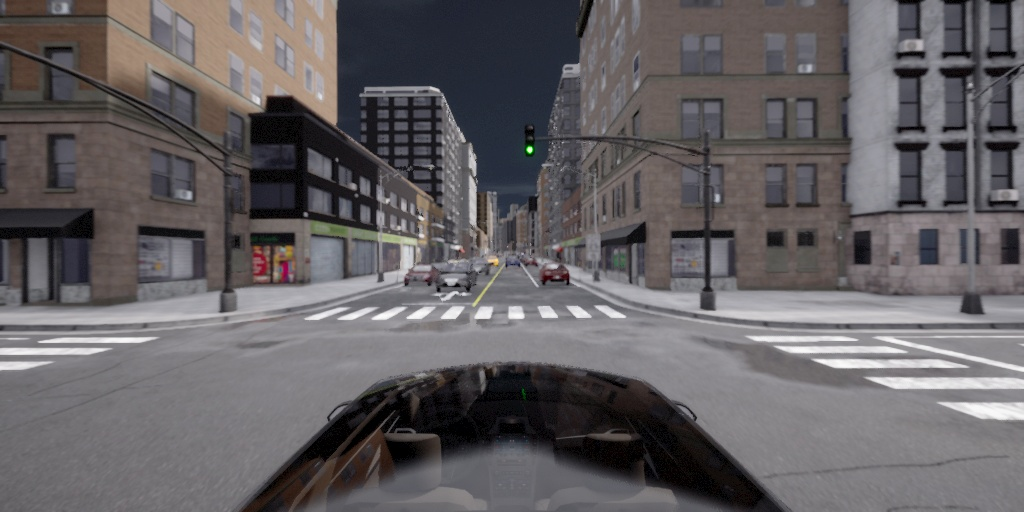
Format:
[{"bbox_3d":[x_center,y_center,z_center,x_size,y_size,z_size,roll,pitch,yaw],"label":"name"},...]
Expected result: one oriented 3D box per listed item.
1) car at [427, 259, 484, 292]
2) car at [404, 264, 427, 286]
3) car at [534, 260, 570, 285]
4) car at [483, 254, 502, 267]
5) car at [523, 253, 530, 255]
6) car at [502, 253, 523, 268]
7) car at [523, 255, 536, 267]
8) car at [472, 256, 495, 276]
[{"bbox_3d":[-3.058,1.116,20.489,2.128,1.511,4.902,0,1,0],"label":"car"},{"bbox_3d":[-5.829,1.195,23.744,1.802,1.307,4.207,0,0,0],"label":"car"},{"bbox_3d":[2.716,1.101,23.721,1.888,1.381,4.507,0,0,0],"label":"car"},{"bbox_3d":[-2.904,0.803,51.905,1.882,1.535,5.008,0,0,1],"label":"car"},{"bbox_3d":[2.809,0.674,57.234,1.967,1.591,4.097,0,0,0],"label":"car"},{"bbox_3d":[0.115,0.675,50.032,2.097,1.767,4.553,0,1,0],"label":"car"},{"bbox_3d":[2.793,0.871,51.648,1.802,1.307,4.207,0,0,0],"label":"car"},{"bbox_3d":[-3.015,0.995,33.431,2.128,1.511,4.902,0,0,0],"label":"car"}]
